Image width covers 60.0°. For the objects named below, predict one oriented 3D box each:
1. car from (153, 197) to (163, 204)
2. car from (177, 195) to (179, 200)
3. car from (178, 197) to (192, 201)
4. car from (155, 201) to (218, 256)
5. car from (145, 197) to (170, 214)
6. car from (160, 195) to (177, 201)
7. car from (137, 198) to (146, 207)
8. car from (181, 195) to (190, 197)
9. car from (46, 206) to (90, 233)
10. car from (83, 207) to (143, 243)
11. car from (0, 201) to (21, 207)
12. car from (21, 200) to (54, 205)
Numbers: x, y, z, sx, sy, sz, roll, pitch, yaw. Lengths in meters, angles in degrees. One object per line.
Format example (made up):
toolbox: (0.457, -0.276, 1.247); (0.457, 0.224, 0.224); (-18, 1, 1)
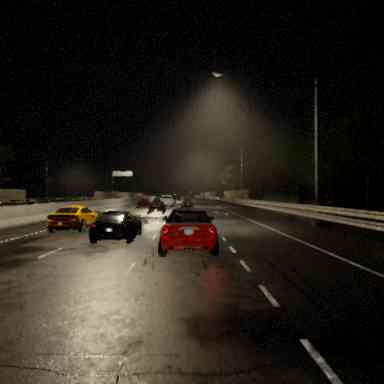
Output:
car: (-8.025, 1.932, 79.600); (1.882, 1.535, 5.008); (0, 0, -1)
car: (-4.429, 1.927, 72.609); (2.128, 1.511, 4.902); (0, 0, -1)
car: (-0.590, 1.790, 47.619); (2.033, 1.411, 5.357); (0, 0, -1)
car: (-0.137, 1.411, 13.596); (2.097, 1.767, 4.553); (0, 0, -1)
car: (-3.962, 1.705, 38.617); (1.837, 1.490, 4.892); (0, 0, -1)
car: (-4.197, 1.520, 55.664); (2.150, 2.045, 5.566); (0, 0, -1)
car: (-7.670, 1.772, 53.584); (1.882, 1.535, 5.008); (0, 0, -1)
car: (-0.956, 1.932, 74.637); (2.128, 1.511, 4.902); (0, 0, -1)
car: (-7.224, 1.587, 20.602); (1.882, 1.535, 5.008); (0, 0, -1)
car: (-3.674, 1.646, 16.615); (1.994, 1.385, 4.181); (0, 0, -1)
car: (-21.558, 1.811, 40.494); (1.994, 1.385, 4.181); (0, 0, 0)
car: (-18.059, 1.730, 40.170); (2.128, 1.511, 4.902); (0, 0, 0)
